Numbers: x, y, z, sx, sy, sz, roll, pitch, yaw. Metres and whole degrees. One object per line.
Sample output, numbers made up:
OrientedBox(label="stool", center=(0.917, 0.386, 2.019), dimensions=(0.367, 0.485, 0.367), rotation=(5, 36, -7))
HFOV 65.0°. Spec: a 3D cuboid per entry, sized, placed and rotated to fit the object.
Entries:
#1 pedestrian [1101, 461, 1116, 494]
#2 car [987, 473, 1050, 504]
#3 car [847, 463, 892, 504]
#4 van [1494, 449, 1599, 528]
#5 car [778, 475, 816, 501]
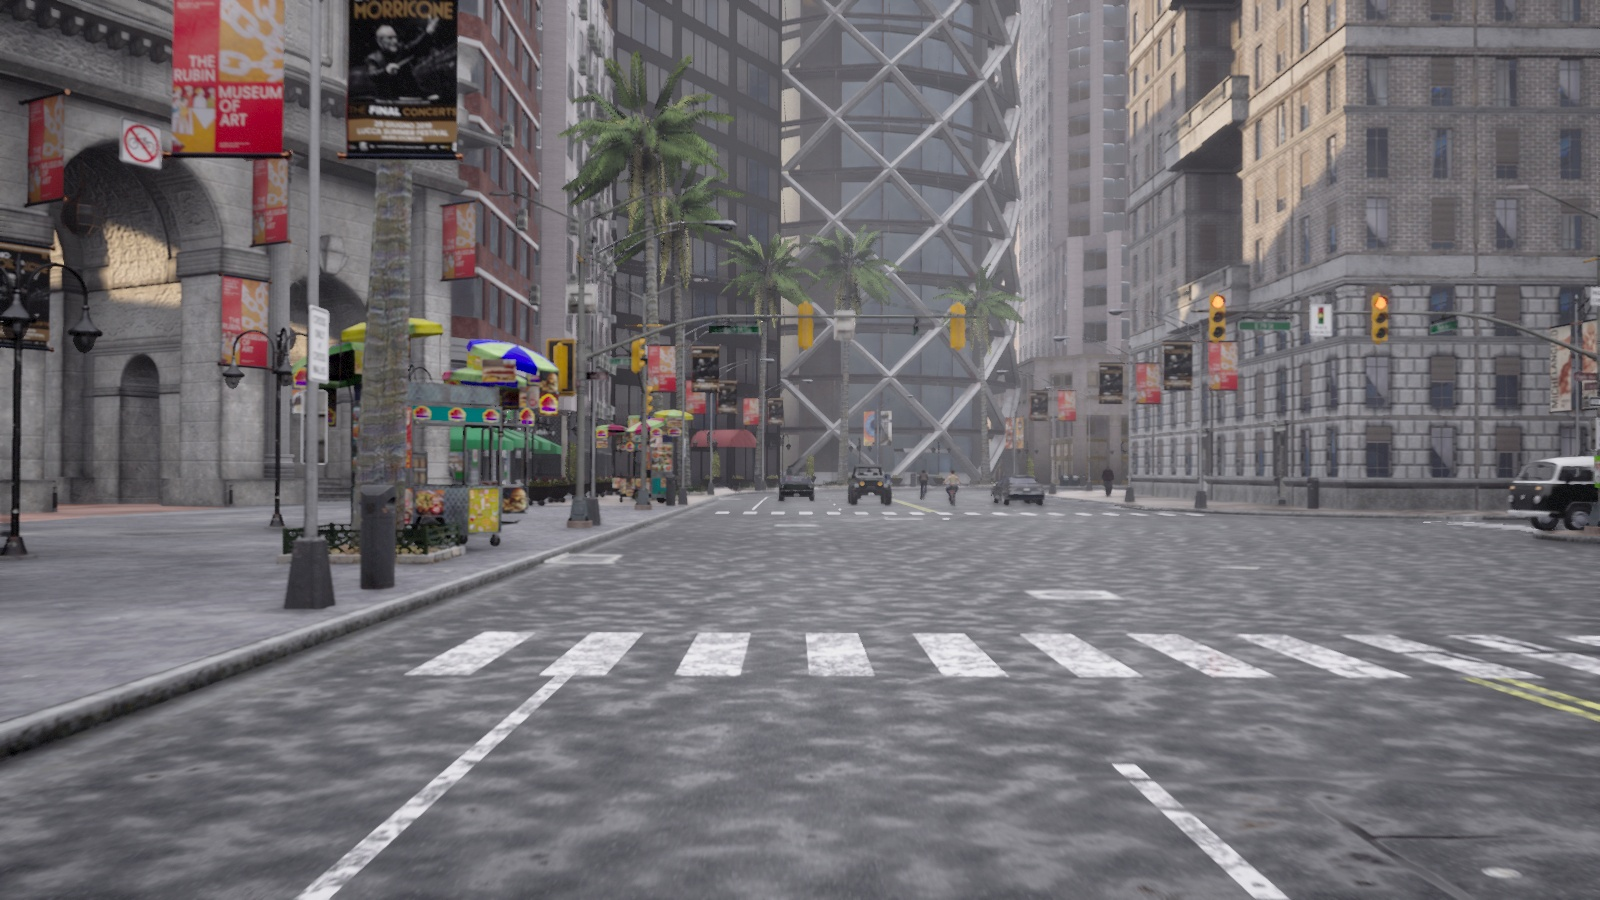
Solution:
OrientedBox(label="pedestrian", center=(17.230, 1.553, 70.172), dimensions=(0.634, 1.844, 0.899), rotation=(0, -1, 2))
OrientedBox(label="car", center=(10.355, 1.804, 59.965), dimensions=(2.033, 1.411, 5.357), rotation=(0, -1, 0))
OrientedBox(label="car", center=(3.287, 1.576, 59.710), dimensions=(1.905, 1.878, 3.866), rotation=(0, -1, 0))
OrientedBox(label="van", center=(21.451, 1.004, 33.690), dimensions=(4.480, 2.038, 2.069), rotation=(0, -1, -1))
OrientedBox(label="car", center=(-0.160, 2.004, 66.406), dimensions=(1.895, 1.301, 4.718), rotation=(0, -1, 0))
